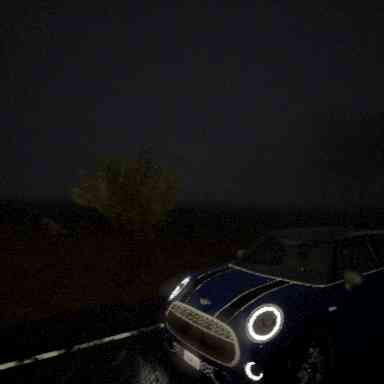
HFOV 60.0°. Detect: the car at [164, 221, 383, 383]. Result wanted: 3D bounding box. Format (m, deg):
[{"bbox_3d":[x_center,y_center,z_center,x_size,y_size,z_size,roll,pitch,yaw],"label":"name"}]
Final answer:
[{"bbox_3d":[1.814,1.393,5.239,4.553,1.767,2.097,1,0,-36],"label":"car"}]
